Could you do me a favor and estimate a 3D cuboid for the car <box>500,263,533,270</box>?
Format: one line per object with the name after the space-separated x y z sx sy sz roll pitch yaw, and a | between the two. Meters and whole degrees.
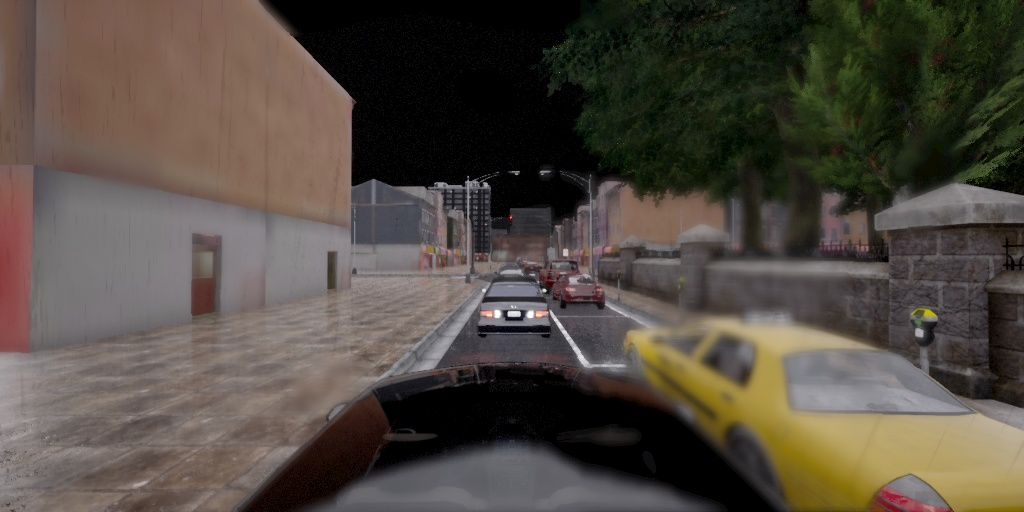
0.015 1.287 19.963 1.812 1.442 4.674 0 0 1 | car

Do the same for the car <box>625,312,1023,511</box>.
2.639 1.276 4.005 1.751 1.417 4.829 0 0 0 | car

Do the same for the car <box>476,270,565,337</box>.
0.063 1.300 10.252 2.033 1.411 5.357 0 0 0 | car

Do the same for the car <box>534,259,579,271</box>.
2.630 1.076 20.183 2.192 1.841 5.009 0 0 0 | car

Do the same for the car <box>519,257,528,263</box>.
2.604 1.403 62.923 1.888 1.381 4.507 0 0 0 | car

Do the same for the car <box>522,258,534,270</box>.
2.614 1.356 46.612 1.888 1.381 4.507 0 0 0 | car

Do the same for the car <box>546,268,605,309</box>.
2.633 1.338 14.734 1.802 1.307 4.207 0 0 0 | car
